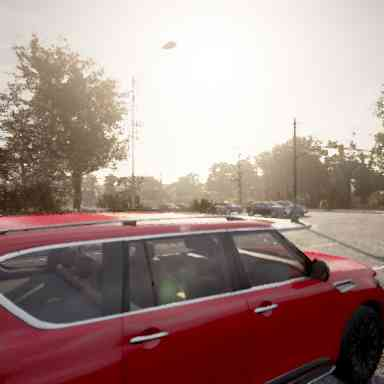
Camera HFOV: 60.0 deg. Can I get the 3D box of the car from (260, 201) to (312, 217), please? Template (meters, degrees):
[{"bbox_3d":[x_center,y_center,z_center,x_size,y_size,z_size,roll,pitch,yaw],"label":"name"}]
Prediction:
[{"bbox_3d":[9.554,1.658,34.134,2.128,1.511,4.902,0,-1,-33],"label":"car"}]

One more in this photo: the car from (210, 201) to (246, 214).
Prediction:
[{"bbox_3d":[4.476,2.002,42.201,1.837,1.490,4.892,0,-3,-32],"label":"car"}]

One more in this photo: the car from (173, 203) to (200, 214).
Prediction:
[{"bbox_3d":[-0.885,2.504,50.704,1.837,1.490,4.892,0,-3,-32],"label":"car"}]

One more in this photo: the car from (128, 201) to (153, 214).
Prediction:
[{"bbox_3d":[-8.939,2.712,56.975,2.150,2.045,5.566,0,-3,-32],"label":"car"}]

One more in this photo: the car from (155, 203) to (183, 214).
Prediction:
[{"bbox_3d":[-3.360,2.455,48.065,1.837,1.490,4.892,0,-3,-32],"label":"car"}]

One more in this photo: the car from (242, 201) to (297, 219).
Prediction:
[{"bbox_3d":[7.186,1.630,31.355,2.128,1.511,4.902,0,-1,-32],"label":"car"}]

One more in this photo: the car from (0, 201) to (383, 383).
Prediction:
[{"bbox_3d":[-0.034,1.223,3.702,5.566,2.045,2.150,0,0,-35],"label":"car"}]

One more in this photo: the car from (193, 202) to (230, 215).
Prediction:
[{"bbox_3d":[2.185,1.946,39.267,1.837,1.490,4.892,0,-2,-32],"label":"car"}]
